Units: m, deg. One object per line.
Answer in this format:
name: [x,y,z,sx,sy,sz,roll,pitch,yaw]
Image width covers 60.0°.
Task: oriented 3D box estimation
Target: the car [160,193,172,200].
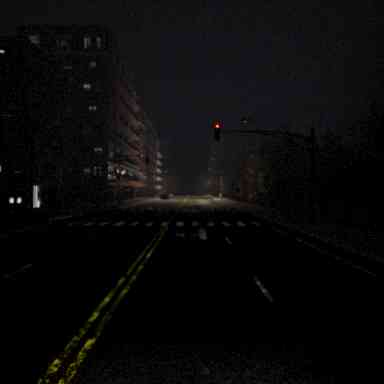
car: [-6.511,1.064,79.656,2.097,1.767,4.553,0,0,0]
